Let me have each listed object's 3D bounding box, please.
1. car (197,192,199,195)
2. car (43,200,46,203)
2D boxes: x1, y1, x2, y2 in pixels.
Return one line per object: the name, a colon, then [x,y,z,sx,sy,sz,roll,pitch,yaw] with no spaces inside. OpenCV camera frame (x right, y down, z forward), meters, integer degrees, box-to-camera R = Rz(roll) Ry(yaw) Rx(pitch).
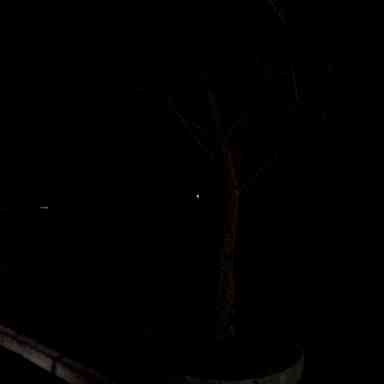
car: [2.749,0.934,70.019,2.150,2.045,5.566,1,0,32]
car: [-17.816,1.263,44.258,1.994,1.385,4.181,1,0,32]
